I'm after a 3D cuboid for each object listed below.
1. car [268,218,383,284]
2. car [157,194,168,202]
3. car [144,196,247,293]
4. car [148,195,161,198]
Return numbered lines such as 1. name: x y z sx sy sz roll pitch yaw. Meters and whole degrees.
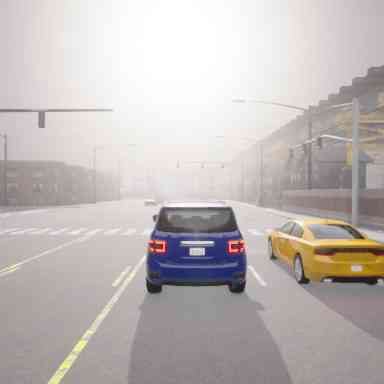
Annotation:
1. car: 3.565 1.502 9.667 1.882 1.535 5.008 0 0 0
2. car: -6.995 1.442 79.154 2.097 1.767 4.553 0 0 0
3. car: 0.065 1.236 9.041 2.150 2.045 5.566 0 0 -1
4. car: -7.070 1.606 57.977 2.033 1.411 5.357 0 0 0
